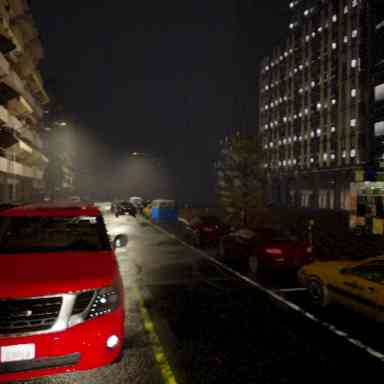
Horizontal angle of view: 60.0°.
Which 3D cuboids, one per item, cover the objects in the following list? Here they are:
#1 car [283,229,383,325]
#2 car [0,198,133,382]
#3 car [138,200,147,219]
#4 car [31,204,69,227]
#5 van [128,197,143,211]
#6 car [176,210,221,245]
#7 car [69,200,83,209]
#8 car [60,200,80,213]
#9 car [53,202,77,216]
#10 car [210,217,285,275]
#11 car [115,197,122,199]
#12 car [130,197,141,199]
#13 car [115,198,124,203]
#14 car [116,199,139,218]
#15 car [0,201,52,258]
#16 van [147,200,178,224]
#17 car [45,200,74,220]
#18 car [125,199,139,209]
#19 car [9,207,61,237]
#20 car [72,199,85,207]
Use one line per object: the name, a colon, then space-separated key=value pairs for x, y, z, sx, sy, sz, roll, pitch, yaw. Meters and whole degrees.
car: x=3.648 y=1.614 z=5.591 sx=1.752 sy=1.417 sz=4.829 roll=0 pitch=0 yaw=-16
car: x=-2.448 y=1.245 z=5.944 sx=2.150 sy=2.045 sz=5.566 roll=1 pitch=-1 yaw=-16
car: x=-3.780 y=1.761 z=32.206 sx=1.752 sy=1.417 sz=4.829 roll=0 pitch=0 yaw=-16
car: x=-10.320 y=1.646 z=24.468 sx=2.008 sy=1.369 sz=4.403 roll=0 pitch=0 yaw=-16
van: x=-8.191 y=1.674 z=48.014 sx=1.690 sy=1.788 sz=3.998 roll=0 pitch=0 yaw=-16
car: x=0.722 y=1.726 z=16.073 sx=1.802 sy=1.307 sz=4.206 roll=0 pitch=0 yaw=-16
car: x=-17.748 y=1.840 z=51.083 sx=1.802 sy=1.307 sz=4.206 roll=0 pitch=0 yaw=-16
car: x=-14.777 y=1.736 z=40.437 sx=1.887 sy=1.381 sz=4.507 roll=0 pitch=0 yaw=-16
car: x=-13.291 y=1.724 z=35.114 sx=1.947 sy=1.339 sz=4.313 roll=0 pitch=0 yaw=-16
car: x=2.207 y=1.697 z=10.750 sx=1.802 sy=1.307 sz=4.206 roll=0 pitch=0 yaw=-16
car: x=-9.337 y=1.760 z=42.404 sx=2.128 sy=1.511 sz=4.902 roll=1 pitch=0 yaw=-15
car: x=-6.705 y=1.739 z=42.689 sx=1.967 sy=1.590 sz=4.097 roll=0 pitch=0 yaw=-16
car: x=-18.591 y=2.127 z=85.274 sx=1.887 sy=1.381 sz=4.507 roll=0 pitch=0 yaw=-16
car: x=-6.510 y=1.713 z=32.325 sx=1.837 sy=1.490 sz=4.892 roll=1 pitch=0 yaw=-15
car: x=-7.348 y=1.351 z=13.823 sx=2.192 sy=1.841 sz=5.009 roll=0 pitch=0 yaw=-16
van: x=-2.248 y=1.545 z=26.721 sx=1.690 sy=1.788 sz=3.998 roll=0 pitch=0 yaw=-16
car: x=-11.805 y=1.567 z=29.791 sx=1.967 sy=1.590 sz=4.097 roll=0 pitch=0 yaw=-16
car: x=-9.723 y=1.893 z=53.499 sx=1.752 sy=1.417 sz=4.829 roll=0 pitch=0 yaw=-16
car: x=-8.834 y=1.616 z=19.145 sx=2.008 sy=1.369 sz=4.403 roll=0 pitch=0 yaw=-16
car: x=-19.234 y=1.875 z=56.406 sx=1.802 sy=1.307 sz=4.206 roll=0 pitch=0 yaw=-16
